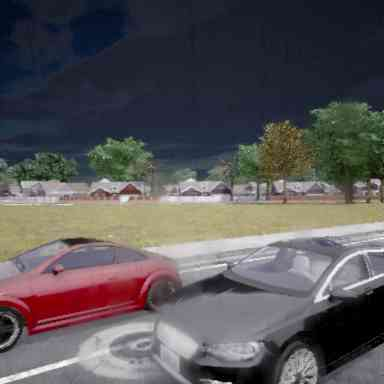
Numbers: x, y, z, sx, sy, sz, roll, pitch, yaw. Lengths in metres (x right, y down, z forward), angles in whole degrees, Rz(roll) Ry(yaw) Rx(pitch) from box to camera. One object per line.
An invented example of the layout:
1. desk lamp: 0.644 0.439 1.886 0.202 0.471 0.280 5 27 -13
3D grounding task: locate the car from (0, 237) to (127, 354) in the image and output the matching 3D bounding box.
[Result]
1. car: -2.233 1.563 6.083 4.181 1.385 1.994 0 0 -35

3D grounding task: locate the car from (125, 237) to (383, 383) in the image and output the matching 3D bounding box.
1. car: 1.760 1.491 4.938 4.902 1.511 2.128 0 0 -35
